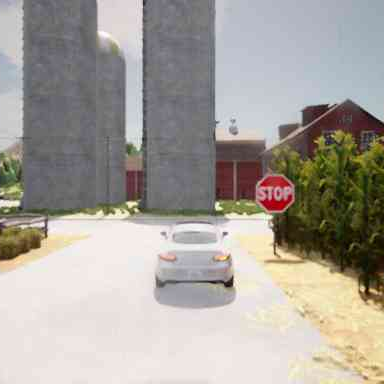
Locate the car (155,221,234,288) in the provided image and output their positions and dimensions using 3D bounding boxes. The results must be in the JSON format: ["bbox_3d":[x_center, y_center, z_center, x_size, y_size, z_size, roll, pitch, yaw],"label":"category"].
[{"bbox_3d":[0.064,1.535,9.182,1.812,1.442,4.674,0,0,0],"label":"car"}]

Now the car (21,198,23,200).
[{"bbox_3d":[-37.239,1.344,76.756,3.866,1.878,1.905,0,0,0],"label":"car"}]
